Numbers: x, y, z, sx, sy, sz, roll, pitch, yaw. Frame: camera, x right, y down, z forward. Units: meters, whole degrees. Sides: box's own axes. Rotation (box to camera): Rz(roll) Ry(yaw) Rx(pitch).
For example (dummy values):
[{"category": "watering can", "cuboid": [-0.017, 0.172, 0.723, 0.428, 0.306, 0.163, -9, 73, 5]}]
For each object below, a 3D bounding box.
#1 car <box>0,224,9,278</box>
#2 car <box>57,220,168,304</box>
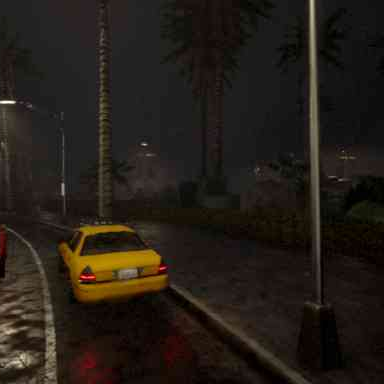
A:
[{"category": "car", "cuboid": [-6.649, 1.424, 9.803, 2.097, 1.767, 4.553, -1, 0, -28]}, {"category": "car", "cuboid": [-2.271, 1.462, 8.309, 1.801, 1.575, 5.366, -1, 0, -26]}]
